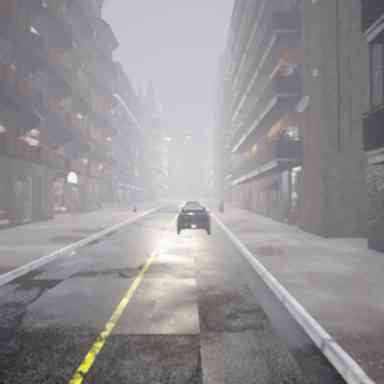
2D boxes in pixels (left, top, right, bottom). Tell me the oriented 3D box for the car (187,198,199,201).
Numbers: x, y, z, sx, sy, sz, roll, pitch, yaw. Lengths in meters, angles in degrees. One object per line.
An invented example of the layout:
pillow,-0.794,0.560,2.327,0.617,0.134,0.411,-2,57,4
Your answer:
car,0.080,1.489,40.665,2.128,1.511,4.902,0,0,0

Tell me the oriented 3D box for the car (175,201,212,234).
car,0.089,1.500,19.340,1.837,1.490,4.892,0,0,0
